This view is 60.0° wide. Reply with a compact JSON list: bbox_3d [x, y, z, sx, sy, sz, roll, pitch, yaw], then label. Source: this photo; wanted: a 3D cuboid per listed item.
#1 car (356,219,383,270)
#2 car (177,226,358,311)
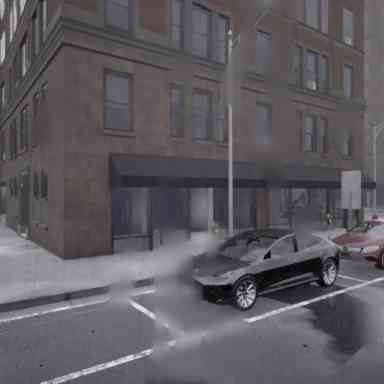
[{"bbox_3d":[6.180,1.582,10.942,4.206,1.307,1.802,0,0,-35],"label":"car"},{"bbox_3d":[1.701,1.565,7.748,4.313,1.339,1.947,0,0,-35],"label":"car"}]
